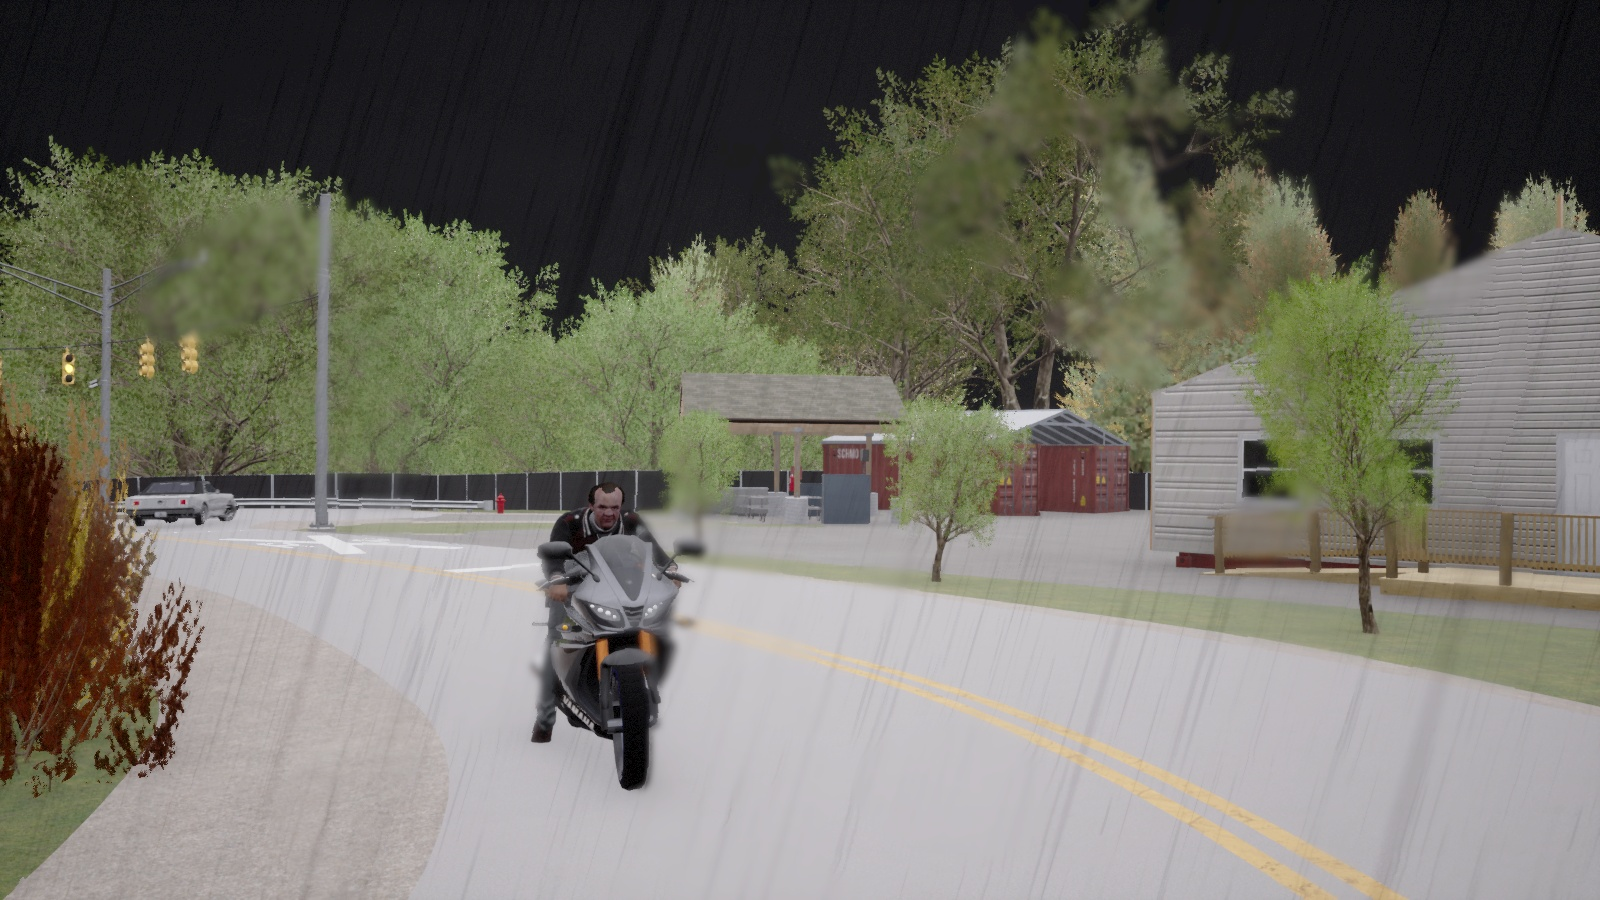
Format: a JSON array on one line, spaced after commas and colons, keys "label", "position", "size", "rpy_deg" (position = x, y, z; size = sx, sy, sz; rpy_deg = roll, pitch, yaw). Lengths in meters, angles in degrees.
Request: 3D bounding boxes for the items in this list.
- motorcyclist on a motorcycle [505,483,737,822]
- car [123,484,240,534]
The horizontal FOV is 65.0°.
[{"label": "motorcyclist on a motorcycle", "position": [-1.077, 0.965, 6.969], "size": [0.866, 1.530, 2.191], "rpy_deg": [0, -1, -19]}, {"label": "car", "position": [-18.352, 1.715, 37.523], "size": [1.895, 1.301, 4.718], "rpy_deg": [-1, -1, -10]}]
